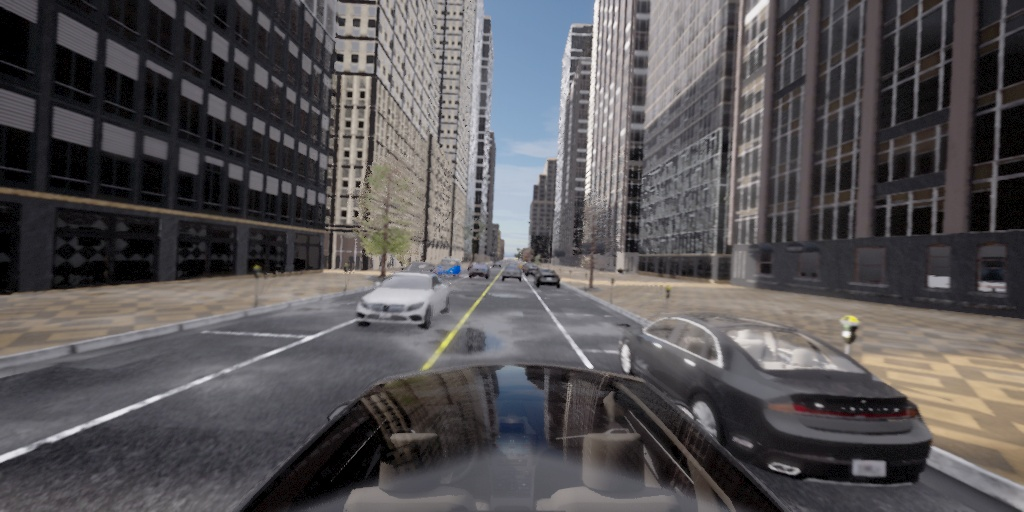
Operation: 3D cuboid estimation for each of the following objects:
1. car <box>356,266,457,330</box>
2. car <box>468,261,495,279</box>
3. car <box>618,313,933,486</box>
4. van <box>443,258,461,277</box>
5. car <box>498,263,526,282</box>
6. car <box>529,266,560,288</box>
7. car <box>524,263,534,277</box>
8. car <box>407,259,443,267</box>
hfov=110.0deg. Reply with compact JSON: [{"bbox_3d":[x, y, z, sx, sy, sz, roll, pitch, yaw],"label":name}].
[{"bbox_3d":[-3.084,1.212,11.101,1.812,1.442,4.674,3,-1,0],"label":"car"},{"bbox_3d":[-3.074,1.465,35.151,2.033,1.411,5.357,3,-1,0],"label":"car"},{"bbox_3d":[2.811,1.470,5.027,2.007,1.370,4.403,0,0,0],"label":"car"},{"bbox_3d":[-5.779,1.107,33.221,1.690,1.789,3.998,0,0,0],"label":"van"},{"bbox_3d":[-0.002,1.603,33.717,2.033,1.411,5.357,3,-1,0],"label":"car"},{"bbox_3d":[2.611,1.693,27.595,1.948,1.339,4.313,0,0,0],"label":"car"},{"bbox_3d":[2.557,1.851,44.522,1.948,1.339,4.313,0,0,0],"label":"car"},{"bbox_3d":[-5.742,1.100,21.939,1.967,1.591,4.097,0,0,0],"label":"car"}]
